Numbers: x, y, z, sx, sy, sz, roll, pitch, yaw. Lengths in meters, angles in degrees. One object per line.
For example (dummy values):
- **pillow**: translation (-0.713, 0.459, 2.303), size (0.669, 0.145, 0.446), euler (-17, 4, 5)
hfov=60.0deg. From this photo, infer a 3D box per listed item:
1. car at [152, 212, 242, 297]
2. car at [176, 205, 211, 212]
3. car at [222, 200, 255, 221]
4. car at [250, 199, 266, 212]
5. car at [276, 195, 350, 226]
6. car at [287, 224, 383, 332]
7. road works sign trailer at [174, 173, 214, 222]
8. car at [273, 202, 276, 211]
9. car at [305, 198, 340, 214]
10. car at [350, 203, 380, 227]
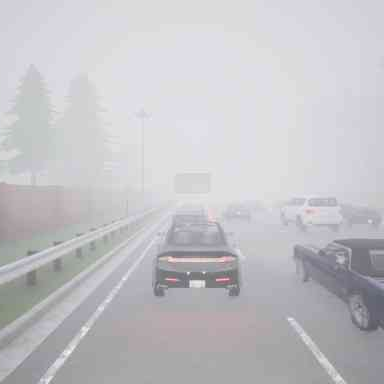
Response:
- **car**: translation (0.101, 1.491, 8.589), size (2.128, 1.511, 4.902), euler (0, 0, 0)
- **car**: translation (0.031, 1.474, 19.034), size (1.882, 1.535, 5.008), euler (0, 0, 5)
- **car**: translation (3.603, 1.564, 27.501), size (1.994, 1.385, 4.181), euler (0, 0, 0)
- **car**: translation (7.102, 1.547, 38.138), size (2.033, 1.411, 5.357), euler (0, 0, 0)
- **car**: translation (7.101, 1.221, 20.269), size (2.150, 2.045, 5.566), euler (0, 0, 0)
- **car**: translation (3.600, 1.601, 6.751), size (1.895, 1.301, 4.718), euler (0, 0, 0)
- **road works sign trailer**: translation (0.066, 0.464, 22.954), size (2.380, 3.560, 2.880), euler (0, 0, -1)
- **car**: translation (10.602, 1.491, 37.940), size (2.128, 1.511, 4.902), euler (0, 0, 0)
- **car**: translation (14.102, 1.478, 36.191), size (1.882, 1.535, 5.008), euler (0, 0, 0)
- **car**: translation (10.601, 1.503, 22.216), size (1.837, 1.490, 4.892), euler (0, 0, 0)
